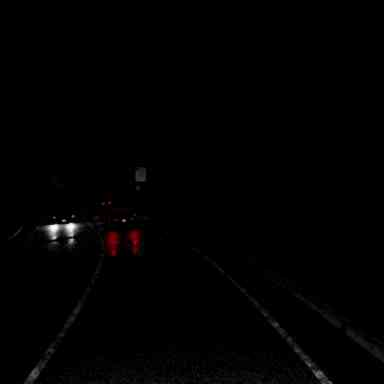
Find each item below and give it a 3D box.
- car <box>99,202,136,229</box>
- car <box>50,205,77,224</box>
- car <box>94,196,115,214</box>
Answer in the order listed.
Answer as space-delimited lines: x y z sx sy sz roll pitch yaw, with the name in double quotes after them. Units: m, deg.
-5.054 1.623 22.960 1.812 1.442 4.674 -2 0 -20 "car"
-10.623 1.810 27.656 2.033 1.411 5.357 -2 0 -20 "car"
-10.709 1.488 40.698 2.150 2.045 5.566 -1 -1 -12 "car"
